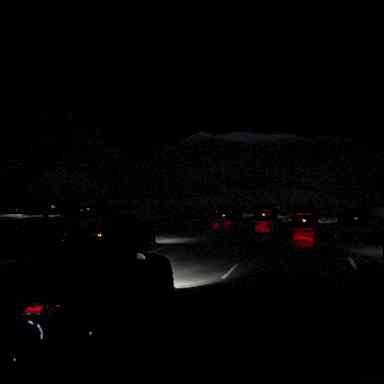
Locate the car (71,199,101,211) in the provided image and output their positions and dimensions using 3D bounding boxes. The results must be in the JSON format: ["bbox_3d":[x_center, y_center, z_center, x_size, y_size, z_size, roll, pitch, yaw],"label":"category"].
[{"bbox_3d":[-10.279,1.673,35.494,1.837,1.490,4.892,0,-1,20],"label":"car"}]

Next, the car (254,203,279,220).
[{"bbox_3d":[7.152,1.787,31.805,1.837,1.490,4.892,0,0,19],"label":"car"}]

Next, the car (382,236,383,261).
[{"bbox_3d":[6.131,1.291,7.765,2.150,2.045,5.566,0,0,19],"label":"car"}]

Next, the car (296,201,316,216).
[{"bbox_3d":[13.214,1.887,38.506,2.128,1.511,4.902,0,-1,19],"label":"car"}]

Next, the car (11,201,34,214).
[{"bbox_3d":[-17.452,1.676,36.221,1.994,1.385,4.181,0,-1,20],"label":"car"}]

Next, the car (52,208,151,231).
[{"bbox_3d":[-3.103,1.557,13.166,1.812,1.442,4.674,0,0,19],"label":"car"}]

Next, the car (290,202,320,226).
[{"bbox_3d":[8.642,1.739,25.487,1.837,1.490,4.892,0,0,19],"label":"car"}]

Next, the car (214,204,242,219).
[{"bbox_3d":[3.626,1.856,32.333,1.895,1.301,4.718,0,-1,19],"label":"car"}]

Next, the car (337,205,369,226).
[{"bbox_3d":[12.595,1.751,26.180,1.882,1.535,5.008,0,-1,19],"label":"car"}]

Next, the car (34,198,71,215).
[{"bbox_3d":[-14.015,1.485,35.437,2.097,1.767,4.553,0,0,20],"label":"car"}]

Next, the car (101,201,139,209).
[{"bbox_3d":[-7.032,1.746,34.181,1.994,1.385,4.181,0,-1,20],"label":"car"}]

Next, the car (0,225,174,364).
[{"bbox_3d":[-1.886,1.568,6.069,1.994,1.385,4.181,0,0,19],"label":"car"}]
